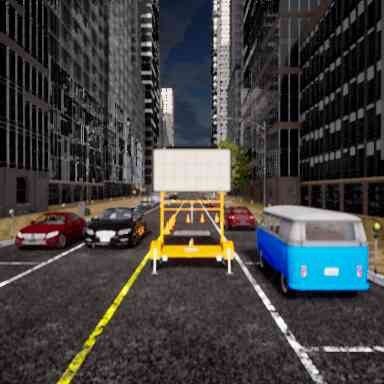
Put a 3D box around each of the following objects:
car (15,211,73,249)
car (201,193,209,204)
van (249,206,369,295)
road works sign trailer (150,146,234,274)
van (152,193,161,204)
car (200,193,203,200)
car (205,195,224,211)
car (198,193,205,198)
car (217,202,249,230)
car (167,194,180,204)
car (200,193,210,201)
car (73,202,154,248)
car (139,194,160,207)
[{"bbox_3d":[-5.689,1.498,13.964,1.802,1.307,4.206,0,0,0],"label":"car"},{"bbox_3d":[2.697,1.259,48.114,2.008,1.369,4.403,0,0,0],"label":"car"},{"bbox_3d":[2.691,1.291,8.267,1.690,1.788,3.998,0,0,0],"label":"van"},{"bbox_3d":[0.001,0.402,10.281,2.380,3.560,2.880,0,0,0],"label":"road works sign trailer"},{"bbox_3d":[-5.682,1.010,53.810,1.690,1.788,3.998,0,0,0],"label":"van"},{"bbox_3d":[2.698,1.220,53.806,2.008,1.369,4.403,0,0,0],"label":"car"},{"bbox_3d":[2.695,1.363,36.730,1.802,1.307,4.206,0,0,0],"label":"car"},{"bbox_3d":[2.705,0.909,93.653,1.887,1.381,4.507,0,0,0],"label":"car"},{"bbox_3d":[2.693,1.465,19.652,1.802,1.307,4.206,0,0,0],"label":"car"},{"bbox_3d":[-3.072,1.160,55.529,1.837,1.490,4.892,0,1,0],"label":"car"},{"bbox_3d":[2.701,0.982,70.882,1.967,1.590,4.097,0,0,0],"label":"car"},{"bbox_3d":[-3.099,1.406,14.303,2.128,1.511,4.902,0,0,0],"label":"car"},{"bbox_3d":[-5.684,1.296,42.426,2.008,1.369,4.403,0,0,0],"label":"car"}]
